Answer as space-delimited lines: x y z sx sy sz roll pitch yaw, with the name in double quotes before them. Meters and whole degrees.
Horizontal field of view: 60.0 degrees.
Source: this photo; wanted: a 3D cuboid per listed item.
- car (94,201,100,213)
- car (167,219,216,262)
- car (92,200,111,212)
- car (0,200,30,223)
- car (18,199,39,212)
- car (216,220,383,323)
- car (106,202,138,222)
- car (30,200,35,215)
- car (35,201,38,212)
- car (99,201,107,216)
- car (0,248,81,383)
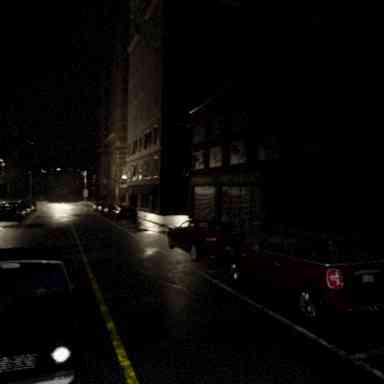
"car" -9.813 1.787 38.388 1.887 1.381 4.507 0 0 -22
"car" 0.365 1.686 12.814 1.887 1.381 4.507 0 0 -22
"car" -11.849 1.808 43.503 1.887 1.381 4.507 0 0 -22
"car" -13.661 1.472 25.008 1.967 1.590 4.097 0 0 -22
"car" -19.768 1.639 40.353 1.887 1.381 4.507 0 0 -22
"car" 2.401 1.563 7.699 1.967 1.590 4.097 0 0 -22
"car" -5.742 1.767 28.159 1.947 1.339 4.313 0 0 -22
"car" -15.697 1.618 30.122 1.947 1.339 4.313 0 0 -22
"car" -17.733 1.624 35.237 2.008 1.369 4.403 0 0 -22
"car" -7.777 1.766 33.273 1.887 1.381 4.507 0 0 -22
"car" -2.664 1.607 4.882 1.895 1.301 4.718 1 -1 -21
